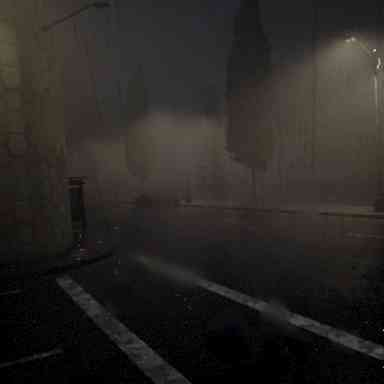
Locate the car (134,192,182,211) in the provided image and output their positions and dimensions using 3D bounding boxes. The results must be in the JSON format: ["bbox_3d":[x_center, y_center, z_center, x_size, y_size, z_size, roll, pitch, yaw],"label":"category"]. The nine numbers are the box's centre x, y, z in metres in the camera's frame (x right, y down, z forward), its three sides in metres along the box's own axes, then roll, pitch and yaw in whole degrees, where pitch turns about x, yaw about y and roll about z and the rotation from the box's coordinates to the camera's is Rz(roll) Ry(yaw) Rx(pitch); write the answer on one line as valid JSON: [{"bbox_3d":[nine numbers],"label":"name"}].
[{"bbox_3d":[-2.993,0.731,27.683,2.033,1.411,5.357,-5,3,-36],"label":"car"}]
